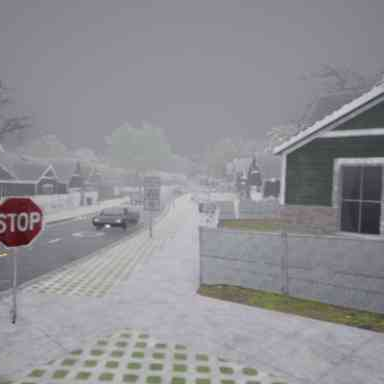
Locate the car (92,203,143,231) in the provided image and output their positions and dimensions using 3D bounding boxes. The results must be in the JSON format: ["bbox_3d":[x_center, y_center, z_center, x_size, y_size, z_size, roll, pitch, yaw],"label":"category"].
[{"bbox_3d":[-4.666,1.629,21.175,1.895,1.301,4.718,2,1,3],"label":"car"}]

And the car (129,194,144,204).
[{"bbox_3d":[-7.923,1.035,48.331,1.837,1.490,4.892,2,1,-3],"label":"car"}]

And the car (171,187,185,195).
[{"bbox_3d":[-4.019,-0.261,87.627,2.150,2.045,5.566,2,2,6],"label":"car"}]
